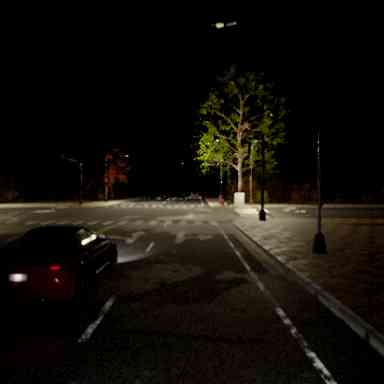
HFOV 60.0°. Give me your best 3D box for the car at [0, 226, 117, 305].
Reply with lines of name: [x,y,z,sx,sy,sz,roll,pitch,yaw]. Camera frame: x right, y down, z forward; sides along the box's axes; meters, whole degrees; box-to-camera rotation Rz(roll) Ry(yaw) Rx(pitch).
car: [-3.158,1.508,8.038,1.994,1.385,4.181,0,0,0]

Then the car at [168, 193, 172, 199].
car: [-6.010,0.932,81.009,2.033,1.411,5.357,0,0,1]

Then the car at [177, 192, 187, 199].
car: [-2.758,0.939,81.123,2.033,1.411,5.357,0,0,1]

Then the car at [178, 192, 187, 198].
car: [-2.591,0.737,91.538,2.128,1.511,4.902,0,1,1]

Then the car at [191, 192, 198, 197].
car: [0.659,0.766,91.487,1.994,1.385,4.181,0,1,1]

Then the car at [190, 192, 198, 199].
car: [0.498,0.991,81.484,1.895,1.301,4.718,0,0,1]

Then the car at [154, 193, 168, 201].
car: [-6.271,1.054,65.528,1.812,1.442,4.674,0,1,1]
